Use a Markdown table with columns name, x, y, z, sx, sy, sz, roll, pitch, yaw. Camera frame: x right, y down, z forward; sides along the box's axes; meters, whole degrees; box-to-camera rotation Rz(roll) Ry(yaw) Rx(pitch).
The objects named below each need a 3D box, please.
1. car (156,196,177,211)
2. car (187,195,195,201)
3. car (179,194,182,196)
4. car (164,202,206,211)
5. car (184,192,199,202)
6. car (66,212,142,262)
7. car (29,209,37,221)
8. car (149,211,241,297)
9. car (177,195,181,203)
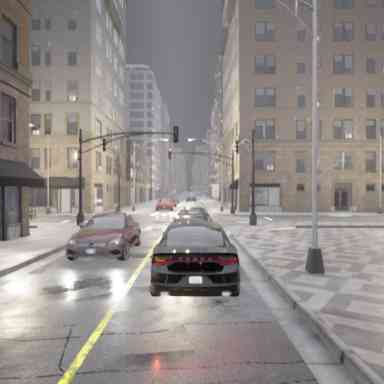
| name | x | y | z | sx | sy | sz | roll | pitch | yaw |
| --- | --- | --- | --- | --- | --- | --- | --- | --- | --- |
| car | -3.172 | 1.451 | 39.795 | 1.882 | 1.535 | 5.008 | 0 | 0 | -1 |
| car | -0.163 | 1.402 | 80.338 | 1.837 | 1.490 | 4.892 | 0 | 0 | 0 |
| car | -3.179 | 1.463 | 59.698 | 1.837 | 1.490 | 4.892 | 0 | 1 | 0 |
| car | 0.073 | 1.535 | 18.428 | 2.033 | 1.411 | 5.357 | 0 | 0 | 5 |
| car | -0.142 | 1.308 | 70.285 | 2.097 | 1.767 | 4.553 | 0 | 0 | 0 |
| car | -3.008 | 1.517 | 12.303 | 1.812 | 1.442 | 4.674 | 0 | 0 | 1 |
| car | -13.993 | 1.508 | 24.573 | 4.674 | 1.442 | 1.812 | 0 | 0 | -1 |
| car | 0.059 | 1.472 | 8.618 | 1.882 | 1.535 | 5.008 | 0 | 0 | 0 |
| car | -3.159 | 1.514 | 49.527 | 2.033 | 1.411 | 5.357 | 0 | 0 | 0 |
